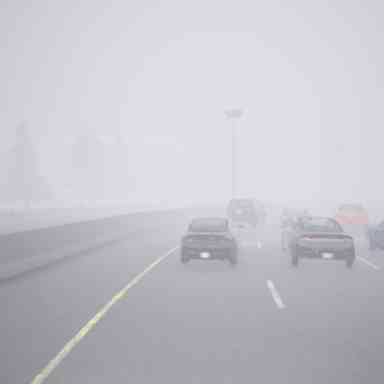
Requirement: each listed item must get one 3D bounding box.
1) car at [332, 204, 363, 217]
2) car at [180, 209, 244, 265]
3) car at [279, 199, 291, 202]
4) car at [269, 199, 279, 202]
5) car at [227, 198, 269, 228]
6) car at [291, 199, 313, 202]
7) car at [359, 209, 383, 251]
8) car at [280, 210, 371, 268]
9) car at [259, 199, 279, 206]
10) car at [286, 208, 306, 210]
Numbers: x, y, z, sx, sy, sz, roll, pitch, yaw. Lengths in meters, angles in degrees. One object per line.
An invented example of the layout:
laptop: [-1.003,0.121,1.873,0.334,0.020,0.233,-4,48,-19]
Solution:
car: [11.041,1.589,23.339,2.097,1.767,4.553,0,-1,22]
car: [0.814,1.633,12.302,1.837,1.490,4.892,0,0,10]
car: [20.716,2.197,68.708,4.892,1.490,1.837,0,-1,-39]
car: [19.034,2.268,71.817,5.357,1.411,2.033,0,-1,-39]
car: [4.079,1.478,24.861,2.150,2.045,5.566,0,0,21]
car: [22.398,2.143,65.597,5.008,1.535,1.882,0,-1,-39]
car: [7.913,1.601,12.073,1.882,1.535,5.008,0,0,11]
car: [4.291,1.614,11.841,2.128,1.511,4.902,0,0,11]
car: [17.352,2.313,74.929,4.181,1.385,1.994,0,-1,-35]
car: [7.648,1.849,24.338,1.895,1.301,4.718,0,-1,21]
